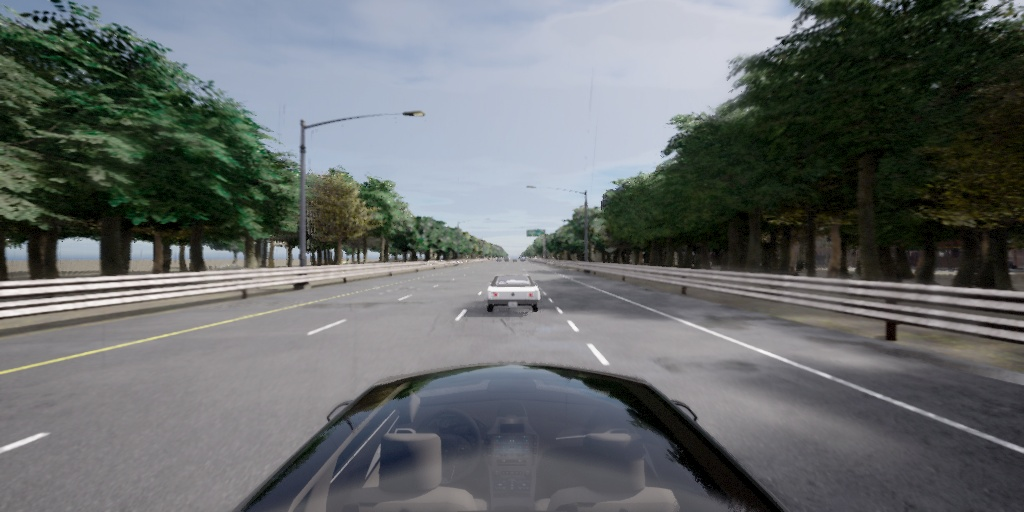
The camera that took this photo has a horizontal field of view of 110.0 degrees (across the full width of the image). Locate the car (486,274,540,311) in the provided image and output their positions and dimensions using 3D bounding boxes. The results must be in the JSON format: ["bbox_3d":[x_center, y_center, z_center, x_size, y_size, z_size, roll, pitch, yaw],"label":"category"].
[{"bbox_3d":[0.031,1.377,14.607,1.895,1.301,4.718,0,0,0],"label":"car"}]
